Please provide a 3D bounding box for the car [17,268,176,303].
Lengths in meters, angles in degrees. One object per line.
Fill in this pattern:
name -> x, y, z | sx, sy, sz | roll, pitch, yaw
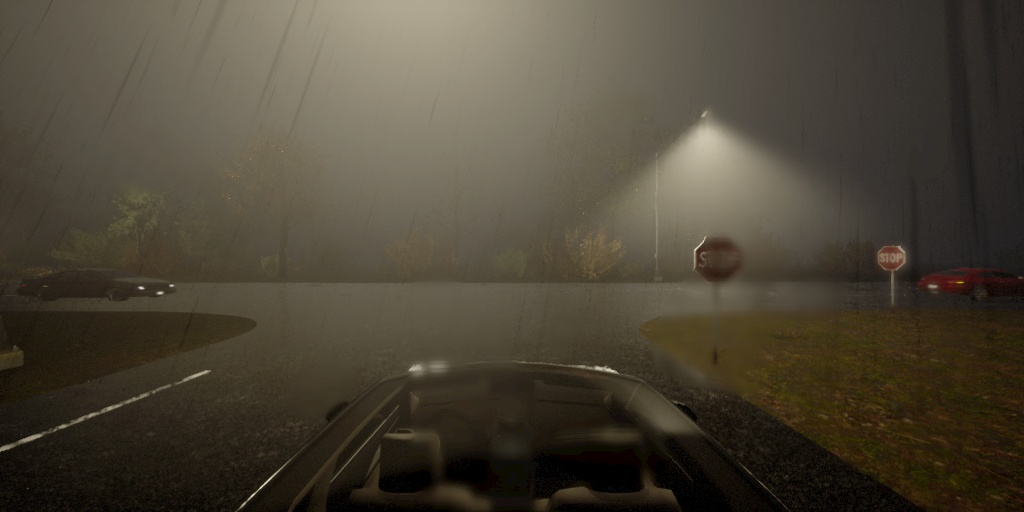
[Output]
car -> -18.395, 1.265, 16.013 | 5.357, 1.411, 2.033 | 0, 0, 0

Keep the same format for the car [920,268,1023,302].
car -> 21.794, 1.289, 16.624 | 4.674, 1.442, 1.812 | 0, 0, -1
